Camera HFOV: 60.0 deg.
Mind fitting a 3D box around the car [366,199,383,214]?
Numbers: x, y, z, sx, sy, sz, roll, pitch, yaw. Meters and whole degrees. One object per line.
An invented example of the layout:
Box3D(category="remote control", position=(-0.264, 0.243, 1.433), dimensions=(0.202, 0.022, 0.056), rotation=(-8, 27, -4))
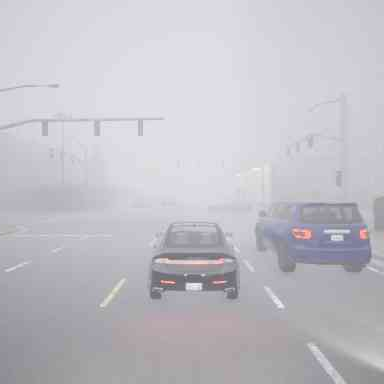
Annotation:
Box3D(category="car", position=(21.565, 1.560, 35.674), dimensions=(4.892, 1.490, 1.837), rotation=(0, 0, 0))

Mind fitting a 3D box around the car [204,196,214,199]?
Box3D(category="car", position=(3.572, 1.491, 68.927), dimensions=(2.128, 1.511, 4.902), rotation=(0, 0, 0))

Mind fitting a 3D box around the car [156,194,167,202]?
Box3D(category="car", position=(-7.031, 1.355, 76.483), dimensions=(2.097, 1.767, 4.553), rotation=(0, 0, 0))

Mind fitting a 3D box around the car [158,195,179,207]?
Box3D(category="car", position=(-3.608, 1.547, 51.909), dimensions=(2.033, 1.411, 5.357), rotation=(0, 0, 0))

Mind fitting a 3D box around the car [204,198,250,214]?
Box3D(category="car", position=(3.851, 1.628, 35.632), dimensions=(4.718, 1.301, 1.895), rotation=(0, 0, 0))

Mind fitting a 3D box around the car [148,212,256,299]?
Box3D(category="car", position=(0.053, 1.492, 8.417), dimensions=(2.128, 1.511, 4.902), rotation=(0, 0, 0))

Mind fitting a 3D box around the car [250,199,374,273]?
Box3D(category="car", position=(3.567, 1.221, 10.862), dimensions=(2.150, 2.045, 5.566), rotation=(0, 0, 0))

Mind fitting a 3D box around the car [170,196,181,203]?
Box3D(category="car", position=(-3.530, 1.540, 71.904), dimensions=(2.033, 1.411, 5.357), rotation=(0, 0, 0))

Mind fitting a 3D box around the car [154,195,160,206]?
Box3D(category="car", position=(-7.108, 1.352, 56.115), dimensions=(2.097, 1.767, 4.553), rotation=(0, 0, 0))

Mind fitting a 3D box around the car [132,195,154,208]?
Box3D(category="car", position=(-7.165, 1.352, 47.291), dimensions=(2.097, 1.767, 4.553), rotation=(0, 0, 2))
